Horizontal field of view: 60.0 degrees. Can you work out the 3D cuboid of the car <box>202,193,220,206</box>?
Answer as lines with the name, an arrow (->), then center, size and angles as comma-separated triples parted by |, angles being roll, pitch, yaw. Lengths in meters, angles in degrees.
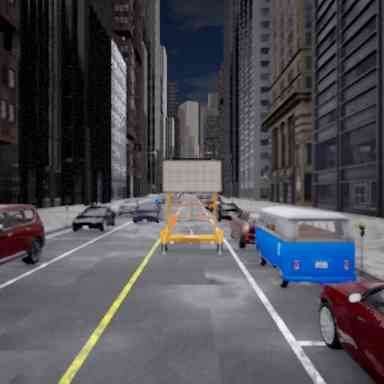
car -> 2.766, 1.254, 42.600 | 2.192, 1.841, 5.009 | 0, 0, 0

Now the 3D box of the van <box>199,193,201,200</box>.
van -> 2.767, 1.258, 65.037 | 1.690, 1.788, 3.998 | 0, 0, 0

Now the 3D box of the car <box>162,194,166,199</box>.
car -> -5.759, 1.368, 53.807 | 1.967, 1.590, 4.097 | 0, 0, 0

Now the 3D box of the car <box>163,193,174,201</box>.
car -> -5.758, 1.218, 81.855 | 2.192, 1.841, 5.009 | 0, 0, 0

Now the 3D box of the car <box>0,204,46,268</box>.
car -> -5.761, 1.299, 8.931 | 2.192, 1.841, 5.009 | 0, 0, 0

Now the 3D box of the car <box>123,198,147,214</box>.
car -> -5.760, 1.502, 31.370 | 2.008, 1.369, 4.403 | 0, 0, 0

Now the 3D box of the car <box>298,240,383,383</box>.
car -> 2.764, 1.539, 3.337 | 1.887, 1.381, 4.507 | 0, 0, 0

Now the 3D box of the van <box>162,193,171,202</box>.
van -> -5.758, 1.248, 76.245 | 1.690, 1.788, 3.998 | 0, 0, 0

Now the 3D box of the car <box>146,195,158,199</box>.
car -> -5.760, 1.465, 42.418 | 1.752, 1.417, 4.829 | 0, 0, 0

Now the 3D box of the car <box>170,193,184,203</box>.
car -> -3.003, 1.466, 65.323 | 2.033, 1.411, 5.357 | 0, 0, 0

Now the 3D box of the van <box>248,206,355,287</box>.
van -> 2.764, 1.326, 8.946 | 1.690, 1.788, 3.998 | 0, 0, 0

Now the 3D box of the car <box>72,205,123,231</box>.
car -> -5.761, 1.533, 20.151 | 1.947, 1.339, 4.313 | 0, 0, 0

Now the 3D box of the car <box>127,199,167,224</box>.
car -> -3.099, 1.508, 24.528 | 2.033, 1.411, 5.357 | 0, 0, 0

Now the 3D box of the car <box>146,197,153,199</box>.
car -> -5.760, 1.527, 36.979 | 1.802, 1.307, 4.206 | 0, 0, 0

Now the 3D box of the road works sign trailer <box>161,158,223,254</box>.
road works sign trailer -> 0.001, 0.442, 13.278 | 2.380, 3.560, 2.880 | 0, 0, 0

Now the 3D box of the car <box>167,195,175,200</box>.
car -> -5.757, 1.445, 93.074 | 2.008, 1.369, 4.403 | 0, 0, 0

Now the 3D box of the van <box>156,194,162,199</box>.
van -> -5.759, 1.275, 48.198 | 1.690, 1.788, 3.998 | 0, 0, 0

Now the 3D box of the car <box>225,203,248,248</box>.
car -> 2.765, 1.415, 14.555 | 1.967, 1.590, 4.097 | 0, 0, 0

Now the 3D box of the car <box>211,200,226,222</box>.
car -> 2.765, 1.525, 25.773 | 1.947, 1.339, 4.313 | 0, 0, 0

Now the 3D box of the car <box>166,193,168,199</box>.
car -> -5.759, 1.238, 59.416 | 2.192, 1.841, 5.009 | 0, 0, 0

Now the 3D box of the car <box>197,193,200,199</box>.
car -> 2.767, 1.222, 76.255 | 2.192, 1.841, 5.009 | 0, 0, 0

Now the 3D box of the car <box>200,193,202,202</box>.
car -> 2.766, 1.249, 48.209 | 2.192, 1.841, 5.009 | 0, 0, 0

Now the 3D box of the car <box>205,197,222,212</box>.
car -> 2.765, 1.527, 36.991 | 1.802, 1.307, 4.206 | 0, 0, 0
